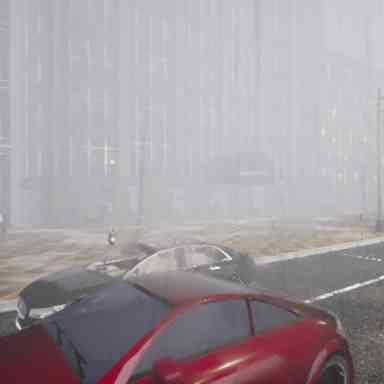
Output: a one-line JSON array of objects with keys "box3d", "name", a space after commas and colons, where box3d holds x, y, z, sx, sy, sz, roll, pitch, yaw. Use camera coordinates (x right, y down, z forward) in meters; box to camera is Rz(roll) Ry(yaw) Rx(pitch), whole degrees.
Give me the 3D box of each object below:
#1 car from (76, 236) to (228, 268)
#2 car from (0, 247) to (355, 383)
[{"box3d": [-0.720, 1.546, 6.054, 4.403, 1.369, 2.008, 0, 0, -36], "name": "car"}, {"box3d": [-0.341, 1.561, 3.136, 4.181, 1.385, 1.994, 0, 0, -36], "name": "car"}]
